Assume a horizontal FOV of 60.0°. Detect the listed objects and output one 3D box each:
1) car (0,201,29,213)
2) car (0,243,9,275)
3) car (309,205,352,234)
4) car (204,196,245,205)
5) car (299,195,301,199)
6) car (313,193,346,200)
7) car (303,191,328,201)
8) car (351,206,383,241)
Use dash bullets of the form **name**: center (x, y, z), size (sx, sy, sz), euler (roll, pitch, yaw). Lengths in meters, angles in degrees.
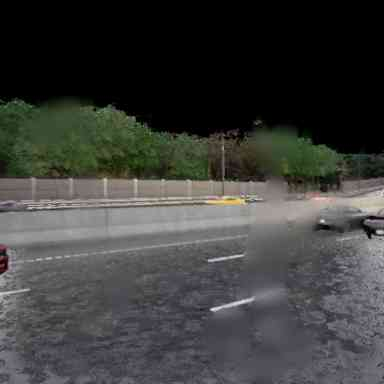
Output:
- **car**: center (-15.992, 1.486, 26.970), size (4.902, 1.511, 2.128), euler (0, 0, -35)
- **car**: center (-6.916, 1.479, 7.408), size (5.008, 1.535, 1.882), euler (0, 0, -36)
- **car**: center (8.331, 1.430, 18.234), size (4.181, 1.385, 1.994), euler (-1, 1, -35)
- **car**: center (3.539, 1.245, 36.513), size (5.008, 1.535, 1.882), euler (-1, 0, -35)
- **car**: center (18.449, 0.525, 51.142), size (4.553, 1.767, 2.097), euler (-1, 1, -35)
- **car**: center (15.728, 1.179, 36.512), size (4.181, 1.385, 1.994), euler (-1, 1, -35)
- **car**: center (16.392, 0.916, 41.233), size (4.553, 1.767, 2.097), euler (-1, 1, -35)
- **car**: center (9.549, 1.370, 14.809), size (4.902, 1.511, 2.128), euler (-1, 1, -35)
